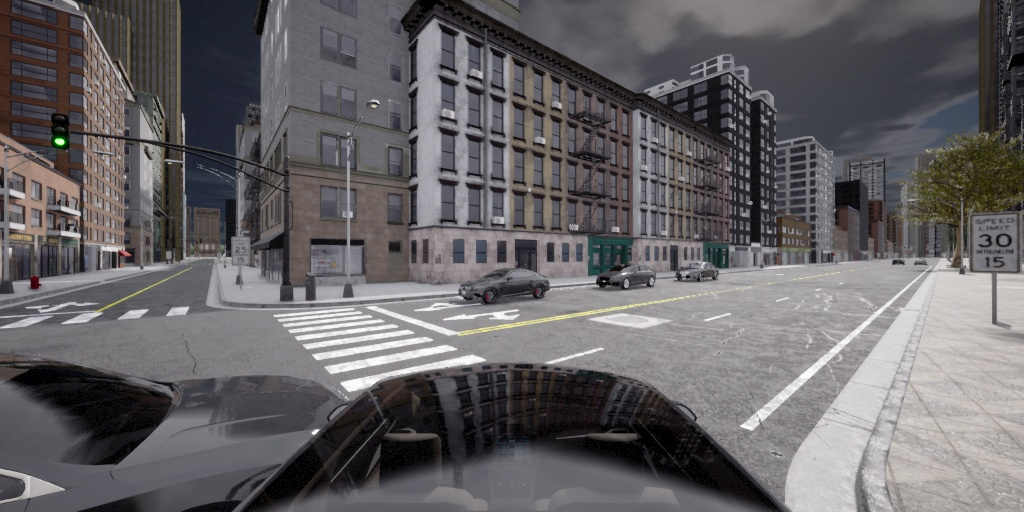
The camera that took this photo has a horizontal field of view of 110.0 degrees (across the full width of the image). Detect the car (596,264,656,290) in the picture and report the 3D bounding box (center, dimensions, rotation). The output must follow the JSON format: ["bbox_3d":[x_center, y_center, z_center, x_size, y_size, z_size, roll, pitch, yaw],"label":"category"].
[{"bbox_3d":[7.362,1.256,22.932,4.892,1.490,1.837,0,0,-40],"label":"car"}]

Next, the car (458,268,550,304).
[{"bbox_3d":[-0.250,1.285,16.611,4.674,1.442,1.812,0,0,-40],"label":"car"}]

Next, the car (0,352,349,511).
[{"bbox_3d":[-3.244,1.257,1.600,4.892,1.490,1.837,0,0,-35],"label":"car"}]

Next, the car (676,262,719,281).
[{"bbox_3d":[15.290,1.233,29.503,4.902,1.511,2.128,0,0,-40],"label":"car"}]
